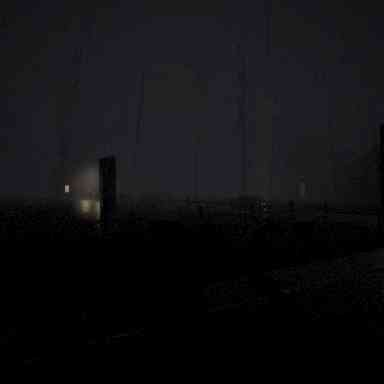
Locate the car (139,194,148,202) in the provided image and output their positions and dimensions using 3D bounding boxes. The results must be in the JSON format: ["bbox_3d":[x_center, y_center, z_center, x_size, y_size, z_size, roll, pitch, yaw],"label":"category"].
[{"bbox_3d":[-7.590,1.025,58.025,1.812,1.442,4.674,-1,1,-35],"label":"car"}]

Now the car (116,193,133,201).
[{"bbox_3d":[-13.416,0.878,66.083,1.882,1.535,5.008,-1,1,-36],"label":"car"}]

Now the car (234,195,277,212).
[{"bbox_3d":[6.357,1.141,33.599,2.097,1.767,4.553,-1,1,-36],"label":"car"}]

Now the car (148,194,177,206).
[{"bbox_3d":[-4.051,1.126,48.143,1.837,1.490,4.892,-1,0,-36],"label":"car"}]
